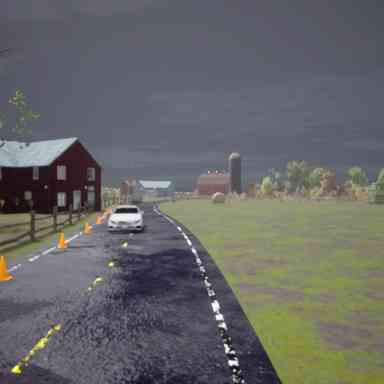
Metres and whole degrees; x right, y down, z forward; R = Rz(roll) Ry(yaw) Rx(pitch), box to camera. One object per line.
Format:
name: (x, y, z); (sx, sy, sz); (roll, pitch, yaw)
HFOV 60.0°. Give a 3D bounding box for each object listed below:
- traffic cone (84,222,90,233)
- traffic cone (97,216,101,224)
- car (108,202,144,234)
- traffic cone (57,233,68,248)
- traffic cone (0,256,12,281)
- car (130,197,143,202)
traffic cone: (-5.786, 1.950, 18.369); (0.340, 0.580, 0.340); (0, 0, -7)
traffic cone: (-6.489, 1.950, 23.235); (0.340, 0.580, 0.340); (0, 0, -9)
car: (-3.818, 1.519, 19.611); (1.812, 1.442, 4.674); (0, 0, -8)
traffic cone: (-5.246, 1.951, 13.482); (0.340, 0.580, 0.340); (0, 0, -5)
traffic cone: (-4.871, 1.952, 8.579); (0.340, 0.580, 0.340); (0, 0, -3)
car: (-10.405, 1.576, 63.234); (2.033, 1.411, 5.357); (0, 0, 0)
